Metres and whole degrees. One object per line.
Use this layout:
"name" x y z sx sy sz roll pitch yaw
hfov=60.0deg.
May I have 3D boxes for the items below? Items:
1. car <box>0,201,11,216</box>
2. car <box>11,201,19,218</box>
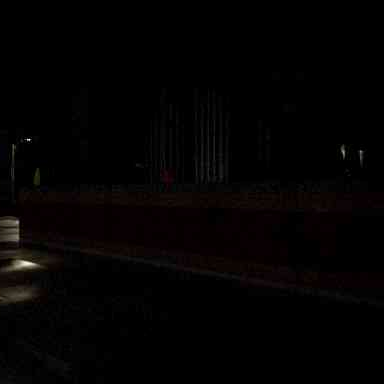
"car" -16.407 1.547 29.086 2.128 1.511 4.902 0 0 37
"car" -12.249 1.603 28.808 2.033 1.411 5.357 0 0 37
